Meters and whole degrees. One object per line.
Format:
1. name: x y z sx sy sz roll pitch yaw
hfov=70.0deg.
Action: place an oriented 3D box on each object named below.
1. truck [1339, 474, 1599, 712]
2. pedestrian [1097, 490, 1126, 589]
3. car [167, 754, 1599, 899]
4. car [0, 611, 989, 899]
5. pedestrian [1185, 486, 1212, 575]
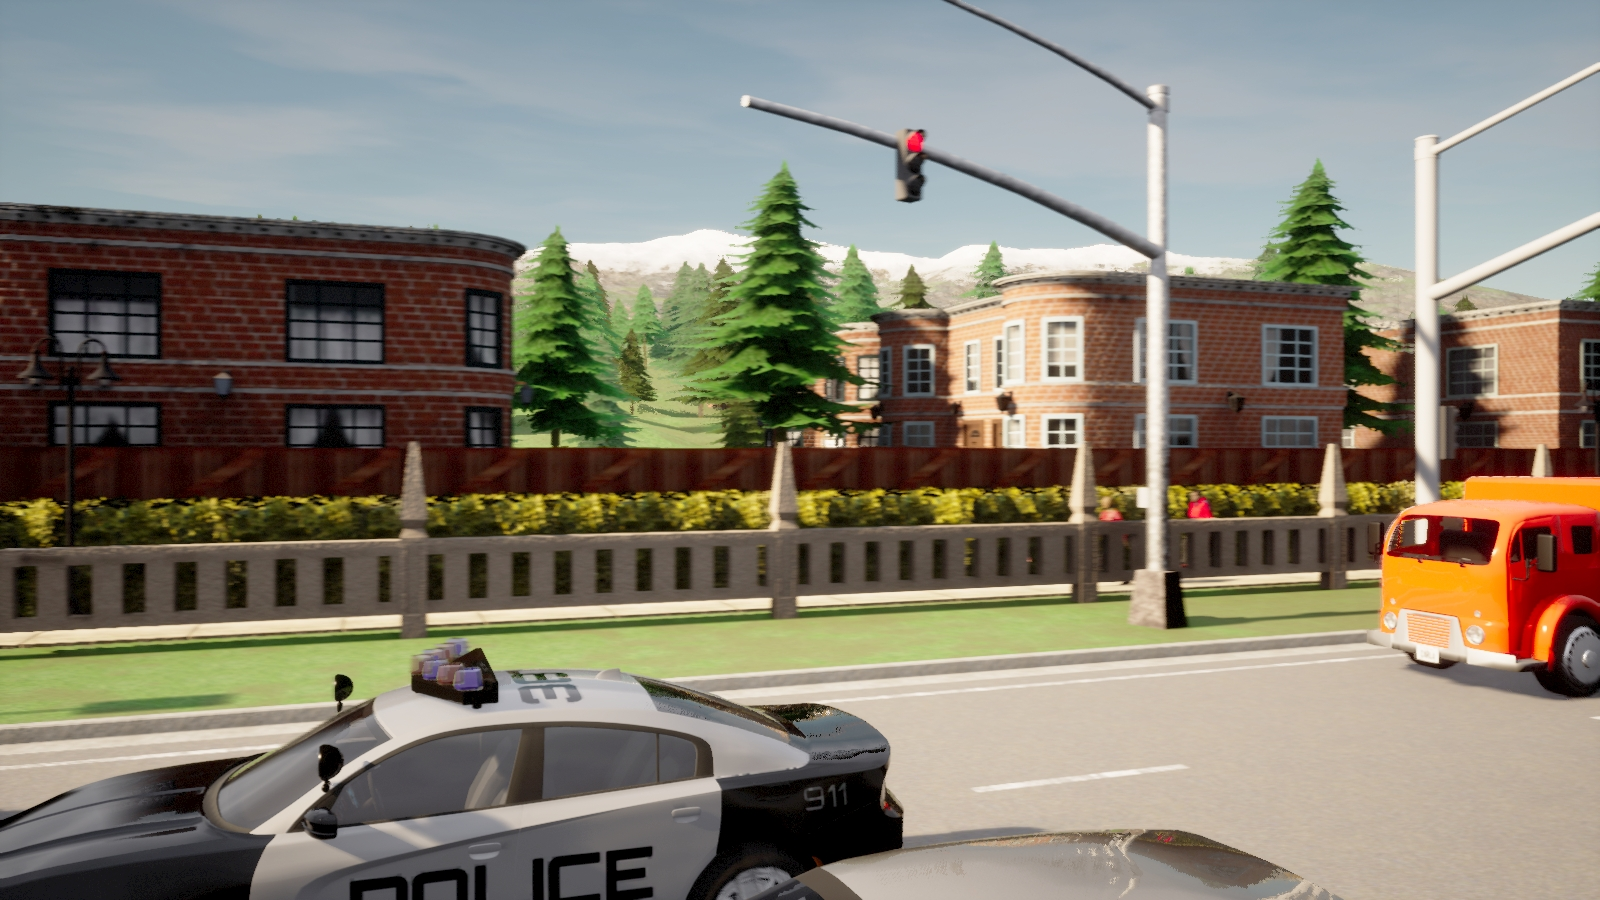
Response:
1. truck: 9.817 1.569 14.321 5.204 2.467 2.627 0 0 -20
2. pedestrian: 5.973 1.702 21.905 0.375 1.860 0.375 0 0 -20
3. car: 0.344 2.065 3.426 4.193 1.474 1.816 0 0 -20
4. car: -1.777 1.982 6.376 5.238 1.638 2.097 0 0 -20
5. pedestrian: 8.468 1.701 24.290 0.375 1.860 0.375 0 0 -21
